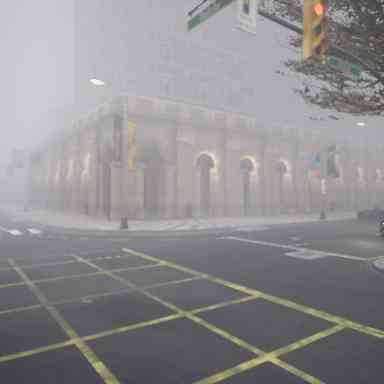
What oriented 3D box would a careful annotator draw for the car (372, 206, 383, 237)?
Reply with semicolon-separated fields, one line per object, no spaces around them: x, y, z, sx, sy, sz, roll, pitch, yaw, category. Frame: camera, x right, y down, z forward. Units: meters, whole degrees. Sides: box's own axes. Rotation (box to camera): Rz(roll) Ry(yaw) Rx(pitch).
12.208;1.680;18.213;5.008;1.535;1.882;1;0;-35;car

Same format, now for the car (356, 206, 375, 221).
16.610;1.899;29.517;4.718;1.301;1.895;1;0;-36;car
